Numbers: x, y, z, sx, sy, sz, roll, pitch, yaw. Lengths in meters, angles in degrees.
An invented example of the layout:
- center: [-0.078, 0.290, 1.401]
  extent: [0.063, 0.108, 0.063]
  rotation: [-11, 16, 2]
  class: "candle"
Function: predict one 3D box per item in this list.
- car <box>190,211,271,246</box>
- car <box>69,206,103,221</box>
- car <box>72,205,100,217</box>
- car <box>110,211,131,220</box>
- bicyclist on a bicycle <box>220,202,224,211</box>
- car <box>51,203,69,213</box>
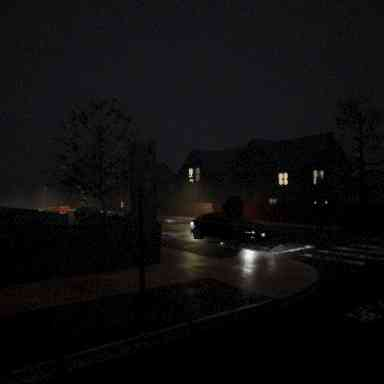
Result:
- center: [1.813, 1.778, 17.015]
  extent: [1.837, 1.490, 4.892]
  rotation: [-1, -1, -35]
  class: "car"
- center: [-11.004, 2.272, 35.021]
  extent: [1.882, 1.535, 5.008]
  rotation: [-1, -1, -35]
  class: "car"
- center: [-14.267, 2.526, 44.667]
  extent: [2.033, 1.411, 5.357]
  rotation: [-1, -1, -35]
  class: "car"
- center: [-4.806, 2.142, 26.313]
  extent: [1.895, 1.301, 4.718]
  rotation: [-1, -1, -36]
  class: "car"
- center: [2.522, 1.642, 26.096]
  extent: [1.656, 1.620, 0.582]
  rotation: [-1, 0, -35]
  class: "bicyclist on a bicycle"
- center: [-22.121, 2.653, 55.702]
  extent: [2.097, 1.767, 4.553]
  rotation: [-1, -1, -36]
  class: "car"
